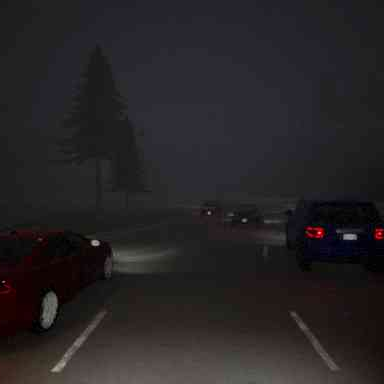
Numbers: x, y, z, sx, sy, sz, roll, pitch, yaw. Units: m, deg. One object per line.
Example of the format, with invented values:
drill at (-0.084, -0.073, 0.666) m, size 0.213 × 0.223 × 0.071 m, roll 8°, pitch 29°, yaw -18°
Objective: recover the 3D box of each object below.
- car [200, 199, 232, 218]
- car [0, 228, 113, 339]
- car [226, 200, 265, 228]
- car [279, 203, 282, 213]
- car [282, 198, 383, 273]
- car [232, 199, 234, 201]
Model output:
car at (1.980, 1.427, 28.872) m, size 1.837 × 1.490 × 4.892 m, roll 0°, pitch 0°, yaw 14°
car at (-3.112, 1.456, 6.753) m, size 1.882 × 1.535 × 5.008 m, roll 0°, pitch 0°, yaw 4°
car at (3.657, 1.469, 21.549) m, size 1.812 × 1.442 × 4.674 m, roll 0°, pitch 0°, yaw 16°
car at (9.703, 1.445, 32.061) m, size 1.812 × 1.442 × 4.674 m, roll 0°, pitch 0°, yaw 6°
car at (4.384, 1.195, 10.852) m, size 2.150 × 2.045 × 5.566 m, roll 0°, pitch 0°, yaw 10°
car at (3.963, 1.492, 40.816) m, size 1.895 × 1.301 × 4.718 m, roll 0°, pitch 0°, yaw -32°
